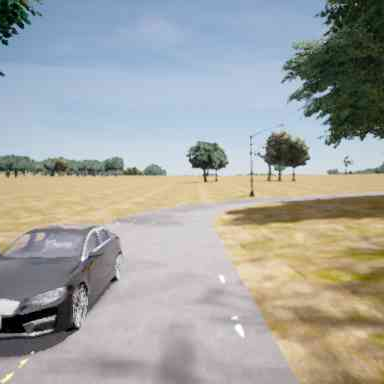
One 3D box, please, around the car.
[{"bbox_3d":[-2.700,1.465,6.853,2.128,1.511,4.902,0,0,0],"label":"car"}]
